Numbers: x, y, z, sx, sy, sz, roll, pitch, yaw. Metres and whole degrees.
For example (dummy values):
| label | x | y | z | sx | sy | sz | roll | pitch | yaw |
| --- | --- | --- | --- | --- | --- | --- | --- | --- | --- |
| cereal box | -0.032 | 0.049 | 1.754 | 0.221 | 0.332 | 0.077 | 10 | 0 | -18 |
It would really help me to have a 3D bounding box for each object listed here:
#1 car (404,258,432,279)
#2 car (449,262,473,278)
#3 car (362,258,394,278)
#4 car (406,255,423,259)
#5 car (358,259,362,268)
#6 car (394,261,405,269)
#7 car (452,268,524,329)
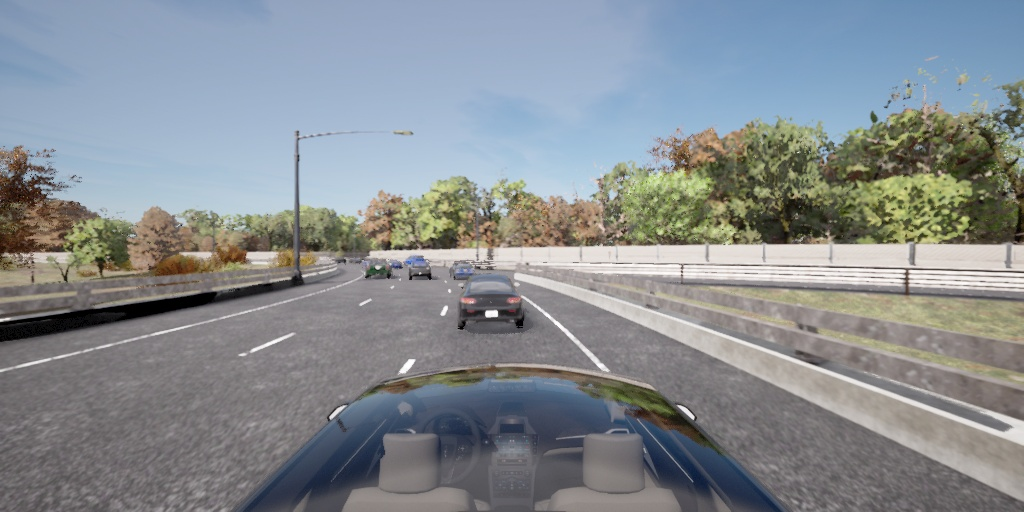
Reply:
| label | x | y | z | sx | sy | sz | roll | pitch | yaw |
| --- | --- | --- | --- | --- | --- | --- | --- | --- | --- |
| car | -8.140 | 1.205 | 31.693 | 2.128 | 1.511 | 4.902 | -1 | 1 | -15 |
| car | -4.466 | 1.264 | 31.591 | 2.033 | 1.411 | 5.357 | 0 | 0 | -15 |
| car | -12.331 | 1.070 | 33.314 | 2.097 | 1.767 | 4.553 | 0 | 0 | -17 |
| car | -15.876 | 0.914 | 58.337 | 2.150 | 2.045 | 5.566 | 0 | 0 | -31 |
| car | -20.921 | 1.053 | 52.972 | 2.097 | 1.767 | 4.553 | 0 | 0 | -29 |
| car | -18.545 | 1.261 | 55.774 | 1.994 | 1.385 | 4.181 | 0 | 0 | -31 |
| car | -0.706 | 1.265 | 11.164 | 1.812 | 1.442 | 4.674 | 0 | 0 | -5 |
